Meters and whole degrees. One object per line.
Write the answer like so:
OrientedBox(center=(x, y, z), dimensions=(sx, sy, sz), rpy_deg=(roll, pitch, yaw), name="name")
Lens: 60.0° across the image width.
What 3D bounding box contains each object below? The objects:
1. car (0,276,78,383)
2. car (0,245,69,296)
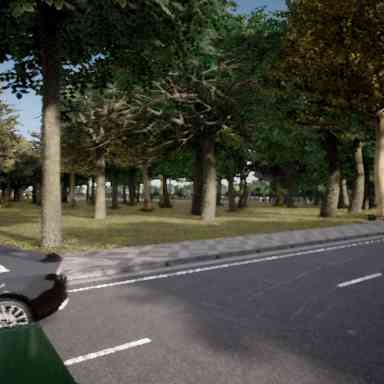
OrientedBox(center=(-3.009, 1.591, 1.540), dimensions=(4.718, 1.301, 1.895), rpy_deg=(0, 0, -35), name="car")
OrientedBox(center=(-4.300, 1.486, 4.613), dimensions=(4.902, 1.511, 2.128), rpy_deg=(0, 0, -36), name="car")
